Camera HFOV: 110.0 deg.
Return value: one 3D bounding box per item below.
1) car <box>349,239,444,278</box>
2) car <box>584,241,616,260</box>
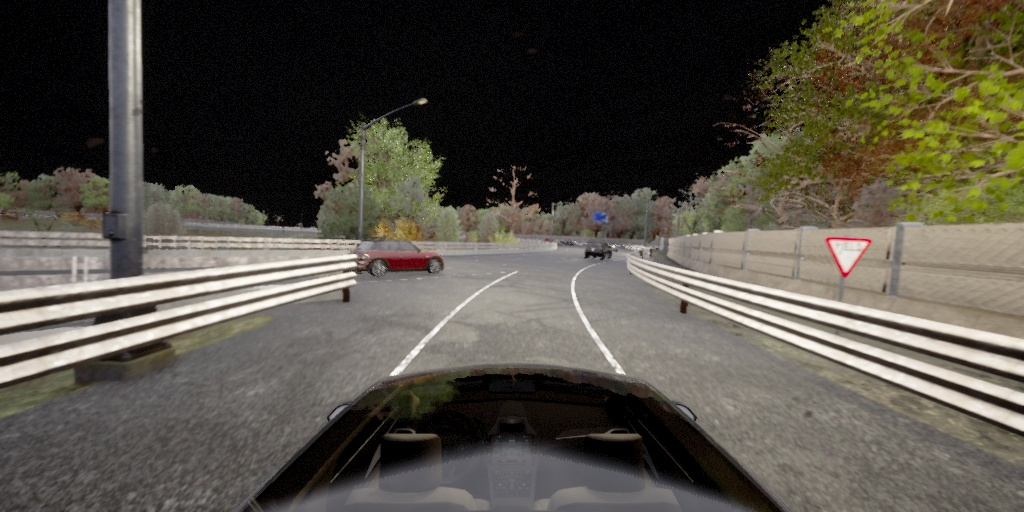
[{"bbox_3d":[-5.529,-0.014,17.545,2.097,1.767,4.553,5,4,40],"label":"car"},{"bbox_3d":[9.867,-0.637,40.761,2.150,2.045,5.566,5,4,26],"label":"car"}]
